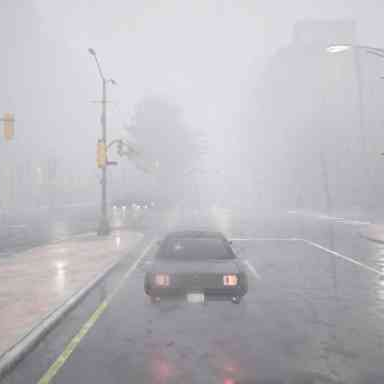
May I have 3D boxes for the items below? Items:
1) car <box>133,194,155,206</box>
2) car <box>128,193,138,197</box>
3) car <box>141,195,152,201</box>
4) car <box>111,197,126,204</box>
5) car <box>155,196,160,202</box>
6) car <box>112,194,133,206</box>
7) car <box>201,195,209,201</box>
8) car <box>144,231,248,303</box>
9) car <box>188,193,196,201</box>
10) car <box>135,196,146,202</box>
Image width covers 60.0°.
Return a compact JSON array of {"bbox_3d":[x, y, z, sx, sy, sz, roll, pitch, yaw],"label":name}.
[{"bbox_3d":[-8.088,1.547,56.506,2.033,1.411,5.357,0,0,0],"label":"car"},{"bbox_3d":[-11.537,1.221,64.520,2.150,2.045,5.566,0,0,1],"label":"car"},{"bbox_3d":[-11.500,1.525,84.637,2.128,1.511,4.902,0,0,0],"label":"car"},{"bbox_3d":[-14.749,1.595,66.814,1.895,1.301,4.718,0,0,0],"label":"car"},{"bbox_3d":[-8.029,1.564,65.742,1.994,1.385,4.181,0,0,1],"label":"car"},{"bbox_3d":[-11.588,1.525,55.107,1.812,1.442,4.674,0,0,0],"label":"car"},{"bbox_3d":[3.500,1.595,86.978,1.895,1.301,4.718,0,0,0],"label":"car"},{"bbox_3d":[0.075,1.601,8.160,1.895,1.301,4.718,0,0,0],"label":"car"},{"bbox_3d":[0.000,1.540,85.800,2.033,1.411,5.357,0,0,0],"label":"car"},{"bbox_3d":[-11.500,1.552,74.403,1.994,1.385,4.181,0,0,0],"label":"car"}]
